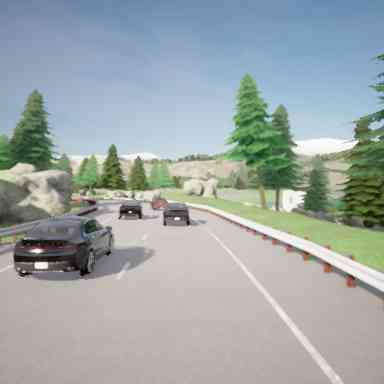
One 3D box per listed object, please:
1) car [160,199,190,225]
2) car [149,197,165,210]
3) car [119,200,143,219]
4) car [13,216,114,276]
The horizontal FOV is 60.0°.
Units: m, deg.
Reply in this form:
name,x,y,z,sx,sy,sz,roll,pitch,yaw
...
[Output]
name,x,y,z,sx,sy,sz,roll,pitch,yaw
car,-1.204,1.504,24.130,1.837,1.490,4.892,0,0,-6
car,-4.273,1.432,42.367,2.033,1.649,4.856,0,0,-13
car,-5.387,1.483,29.574,1.882,1.535,5.008,0,0,-8
car,-3.719,1.510,10.392,1.837,1.490,4.892,0,0,-3
